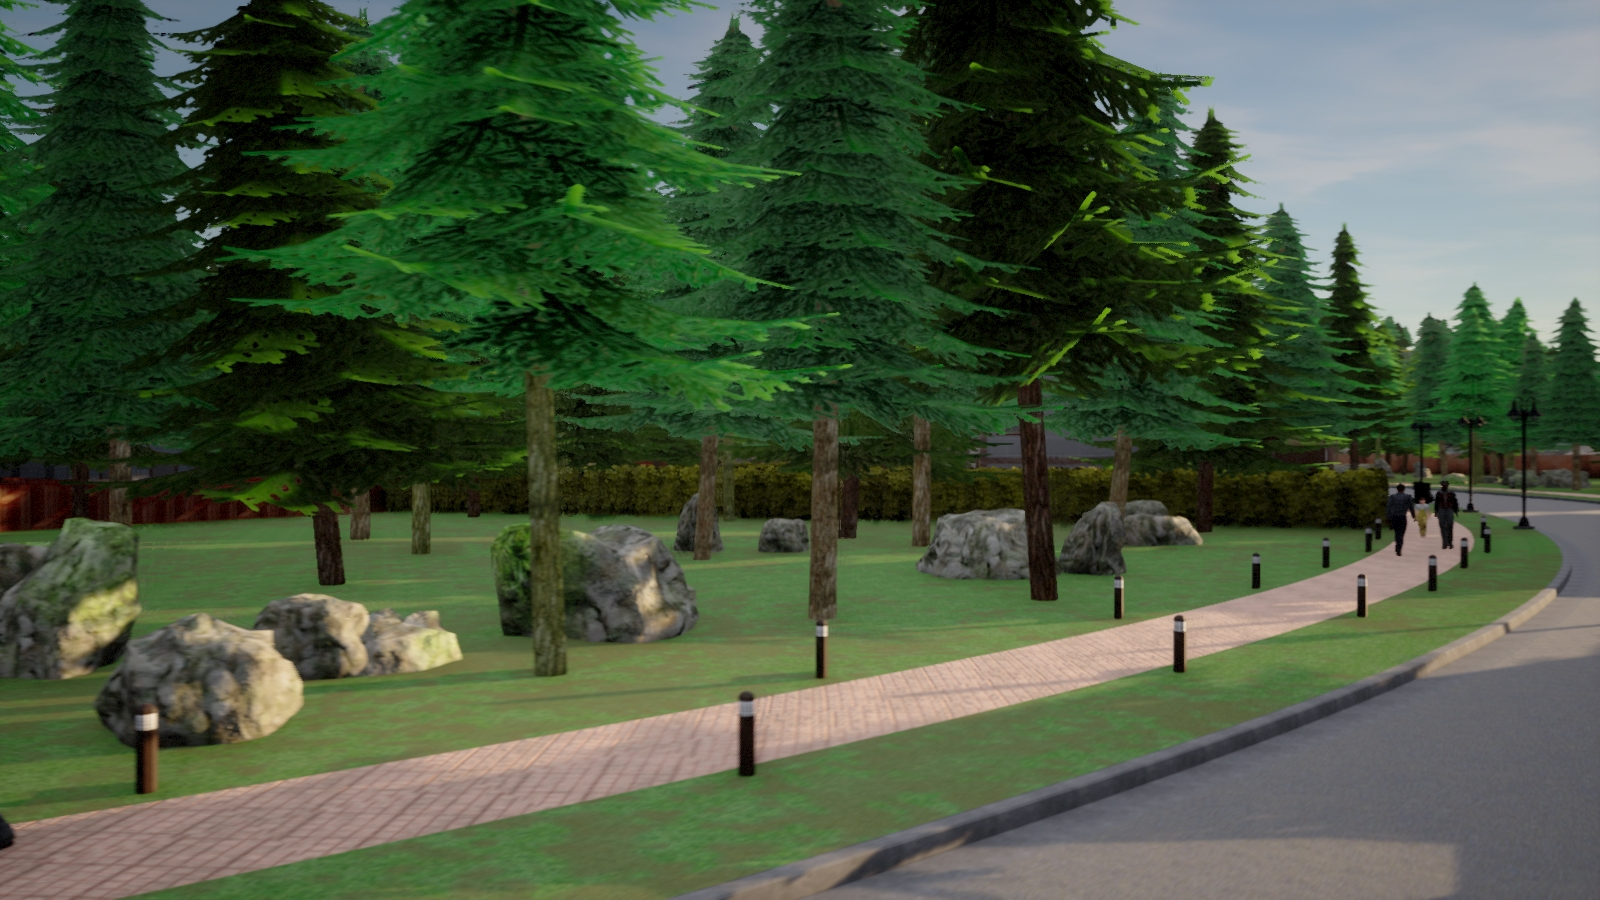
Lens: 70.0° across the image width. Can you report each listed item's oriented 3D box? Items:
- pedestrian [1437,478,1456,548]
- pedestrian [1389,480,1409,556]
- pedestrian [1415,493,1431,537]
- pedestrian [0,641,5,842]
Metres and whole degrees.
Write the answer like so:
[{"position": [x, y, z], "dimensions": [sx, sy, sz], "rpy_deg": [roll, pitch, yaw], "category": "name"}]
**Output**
[{"position": [17.253, 1.676, 30.493], "dimensions": [0.375, 1.860, 0.375], "rpy_deg": [0, 0, 38], "category": "pedestrian"}, {"position": [14.853, 1.675, 28.323], "dimensions": [0.375, 1.860, 0.375], "rpy_deg": [0, 0, 36], "category": "pedestrian"}, {"position": [18.853, 1.958, 34.569], "dimensions": [0.375, 1.300, 0.375], "rpy_deg": [0, 0, 33], "category": "pedestrian"}, {"position": [-5.491, 1.952, 7.527], "dimensions": [0.375, 1.300, 0.375], "rpy_deg": [0, 0, -28], "category": "pedestrian"}]
